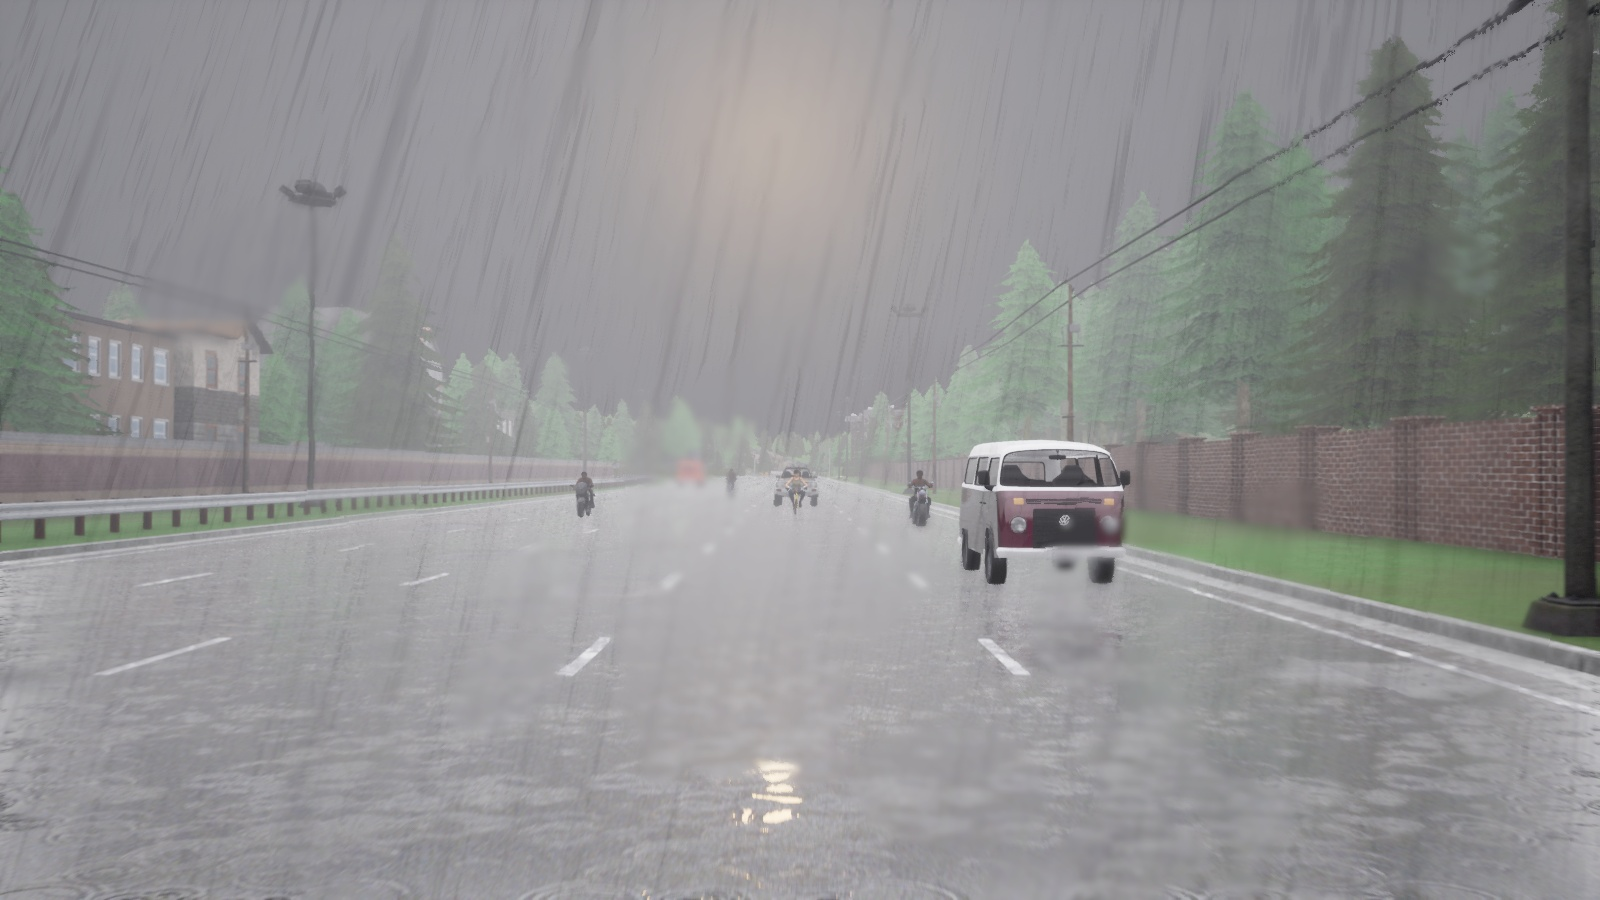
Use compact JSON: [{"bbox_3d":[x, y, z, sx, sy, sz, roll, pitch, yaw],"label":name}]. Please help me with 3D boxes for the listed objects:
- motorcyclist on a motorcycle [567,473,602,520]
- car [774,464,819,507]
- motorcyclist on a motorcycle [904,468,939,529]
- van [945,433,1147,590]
[{"bbox_3d":[-7.100,1.519,41.470,0.797,1.523,2.044,0,-1,0],"label":"motorcyclist on a motorcycle"},{"bbox_3d":[-0.139,1.573,56.215,1.932,1.855,4.605,0,-1,0],"label":"car"},{"bbox_3d":[3.414,1.345,35.482,0.766,1.649,2.350,0,-1,0],"label":"motorcyclist on a motorcycle"},{"bbox_3d":[3.454,0.835,18.548,2.069,2.038,4.480,0,-1,0],"label":"van"}]
